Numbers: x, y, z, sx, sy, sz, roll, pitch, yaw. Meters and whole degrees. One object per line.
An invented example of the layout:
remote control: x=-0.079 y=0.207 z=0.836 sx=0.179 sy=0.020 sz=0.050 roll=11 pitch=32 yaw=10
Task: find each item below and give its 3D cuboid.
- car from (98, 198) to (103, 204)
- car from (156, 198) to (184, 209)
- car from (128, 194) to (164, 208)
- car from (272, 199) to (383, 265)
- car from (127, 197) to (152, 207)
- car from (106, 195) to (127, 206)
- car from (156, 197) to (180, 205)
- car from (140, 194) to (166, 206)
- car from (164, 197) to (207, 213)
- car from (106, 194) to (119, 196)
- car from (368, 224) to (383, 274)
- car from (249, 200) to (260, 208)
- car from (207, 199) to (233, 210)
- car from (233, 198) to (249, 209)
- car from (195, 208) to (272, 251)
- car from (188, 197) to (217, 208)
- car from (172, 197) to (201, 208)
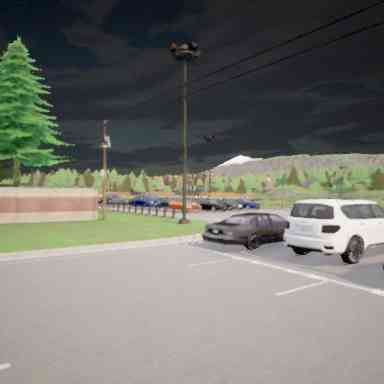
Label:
car: x=-18.196 y=1.705 z=62.911 sx=1.895 sy=1.301 sz=4.718 roll=0 pitch=0 yaw=-36
car: x=-3.228 y=1.623 z=48.052 sx=1.837 sy=1.490 sz=4.892 roll=0 pitch=0 yaw=-36
car: x=-6.433 y=1.324 z=46.500 sx=2.150 sy=2.045 sz=5.566 roll=0 pitch=0 yaw=-36
car: x=5.733 y=1.277 z=12.136 sx=5.566 sy=2.045 sz=2.150 roll=0 pitch=0 yaw=-36
car: x=-8.922 y=1.667 z=56.009 sx=2.033 sy=1.411 sz=5.357 roll=0 pitch=0 yaw=-35
car: x=-12.250 y=1.667 z=54.615 sx=1.994 sy=1.385 sz=4.181 roll=0 pitch=0 yaw=-36
car: x=-4.511 y=1.699 z=61.911 sx=2.033 sy=1.411 sz=5.357 roll=0 pitch=0 yaw=-36
car: x=-7.084 y=1.357 z=59.498 sx=2.150 sy=2.045 sz=5.566 roll=0 pitch=0 yaw=-36
car: x=-0.818 y=1.454 z=38.732 sx=2.097 sy=1.767 sz=4.553 roll=0 pitch=0 yaw=-36
car: x=-15.049 y=1.342 z=64.535 sx=2.150 sy=2.045 sz=5.566 roll=0 pitch=0 yaw=-36
car: x=7.124 y=1.597 z=8.830 sx=5.357 sy=1.411 sz=2.033 roll=0 pitch=0 yaw=-36
car: x=7.150 y=1.628 z=45.645 sx=1.882 sy=1.535 sz=5.008 roll=0 pitch=0 yaw=-36
car: x=2.272 y=1.596 z=40.431 sx=1.882 sy=1.535 sz=5.008 roll=0 pitch=0 yaw=-36
car: x=4.581 y=1.625 z=43.217 sx=2.128 sy=1.511 sz=4.902 roll=0 pitch=0 yaw=-36
car: x=2.960 y=1.597 z=14.459 sx=5.357 sy=1.411 sz=2.033 roll=0 pitch=0 yaw=-36
car: x=1.616 y=1.642 z=53.363 sx=2.128 sy=1.511 sz=4.902 roll=0 pitch=0 yaw=-36
car: x=-0.845 y=1.612 z=50.754 sx=1.882 sy=1.535 sz=5.008 roll=0 pitch=0 yaw=-36
